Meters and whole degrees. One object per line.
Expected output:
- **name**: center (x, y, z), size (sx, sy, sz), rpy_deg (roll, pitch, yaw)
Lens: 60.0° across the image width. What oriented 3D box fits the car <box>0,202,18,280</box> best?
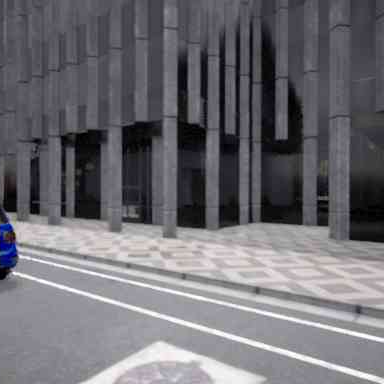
- **car**: center (-6.607, 1.158, 8.386), size (5.566, 2.045, 2.150), rpy_deg (0, 0, 36)
